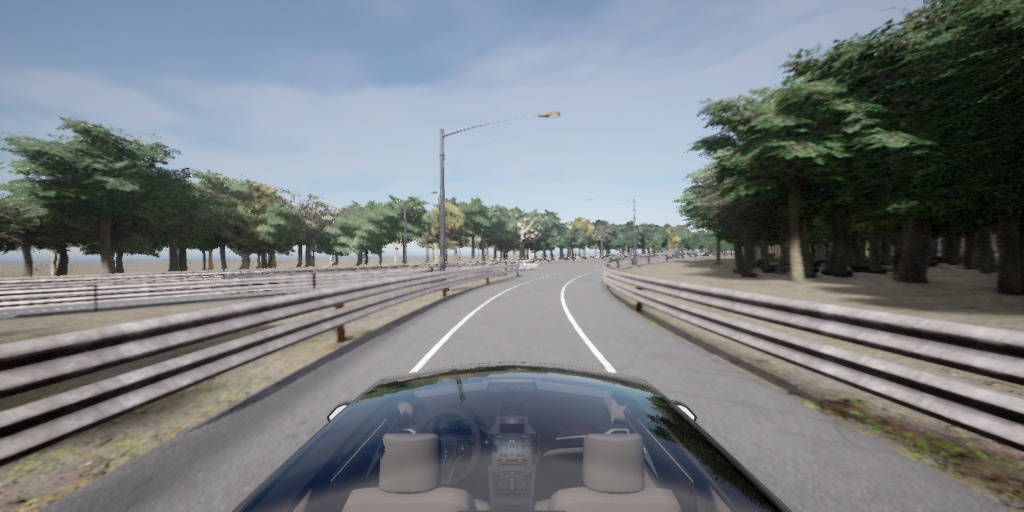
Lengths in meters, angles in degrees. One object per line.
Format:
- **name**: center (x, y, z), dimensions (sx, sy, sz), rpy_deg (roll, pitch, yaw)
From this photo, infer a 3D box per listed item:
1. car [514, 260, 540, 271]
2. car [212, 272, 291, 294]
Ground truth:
- **car**: center (2.164, 1.365, 52.346), dimensions (1.812, 1.442, 4.674), rpy_deg (0, 1, 42)
- **car**: center (-19.799, 1.971, 27.521), dimensions (1.882, 1.535, 5.008), rpy_deg (0, 1, 42)
